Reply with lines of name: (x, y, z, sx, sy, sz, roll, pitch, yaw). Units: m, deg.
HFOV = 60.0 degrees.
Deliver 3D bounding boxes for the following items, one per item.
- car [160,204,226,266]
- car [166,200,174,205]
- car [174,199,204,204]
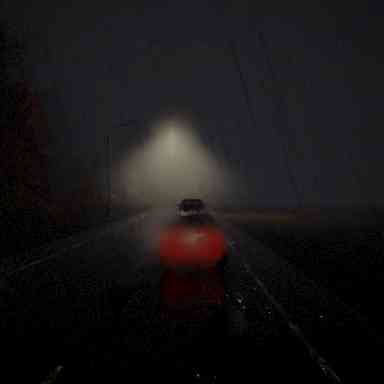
car: (0.042, 1.494, 12.255, 2.097, 1.767, 4.553, 0, -1, 0)
car: (-3.564, 2.203, 58.675, 1.812, 1.442, 4.674, 0, -1, 1)
car: (0.028, 1.525, 26.117, 2.150, 2.045, 5.566, 0, 0, 1)
